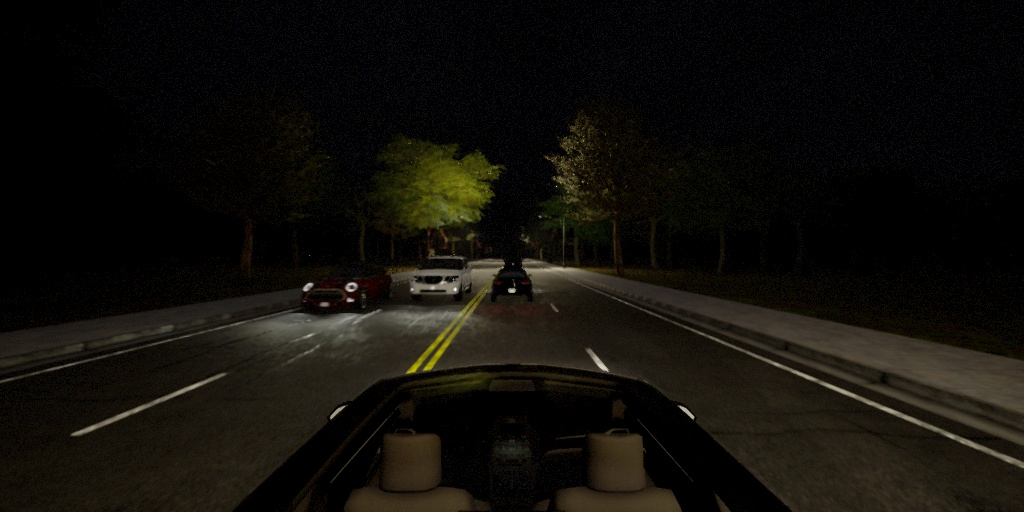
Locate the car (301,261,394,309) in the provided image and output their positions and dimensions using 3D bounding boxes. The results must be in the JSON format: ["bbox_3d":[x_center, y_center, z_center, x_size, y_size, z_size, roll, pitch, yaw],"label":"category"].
[{"bbox_3d":[-6.545,1.110,14.798,2.097,1.767,4.553,0,0,0],"label":"car"}]

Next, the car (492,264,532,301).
[{"bbox_3d":[0.005,1.286,17.464,1.812,1.442,4.674,0,0,0],"label":"car"}]

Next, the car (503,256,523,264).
[{"bbox_3d":[0.126,0.998,42.194,2.150,2.045,5.566,0,0,0],"label":"car"}]

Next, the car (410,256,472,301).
[{"bbox_3d":[-3.267,0.986,17.661,2.150,2.045,5.566,0,0,1],"label":"car"}]
